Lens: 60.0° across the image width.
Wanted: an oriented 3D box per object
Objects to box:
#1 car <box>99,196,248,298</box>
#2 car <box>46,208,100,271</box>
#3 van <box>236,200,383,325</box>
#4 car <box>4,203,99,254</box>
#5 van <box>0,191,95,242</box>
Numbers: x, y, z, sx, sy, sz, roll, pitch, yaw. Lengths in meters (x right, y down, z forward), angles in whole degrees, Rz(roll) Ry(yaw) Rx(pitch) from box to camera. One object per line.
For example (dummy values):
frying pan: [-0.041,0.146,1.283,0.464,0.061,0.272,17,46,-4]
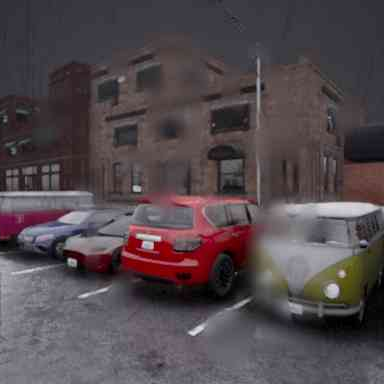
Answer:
car: [0.699,1.133,8.666,2.435,2.045,5.566,2,1,36]
car: [-1.557,1.350,10.210,2.163,1.488,4.792,2,1,36]
van: [2.856,1.220,6.964,1.878,1.987,4.442,2,1,35]
car: [-3.650,1.296,11.778,2.002,1.452,4.674,2,1,37]
van: [-5.745,0.962,13.495,1.878,1.987,4.442,2,1,37]
